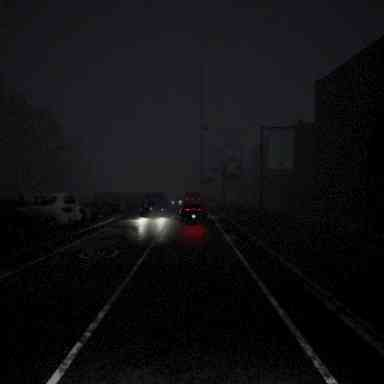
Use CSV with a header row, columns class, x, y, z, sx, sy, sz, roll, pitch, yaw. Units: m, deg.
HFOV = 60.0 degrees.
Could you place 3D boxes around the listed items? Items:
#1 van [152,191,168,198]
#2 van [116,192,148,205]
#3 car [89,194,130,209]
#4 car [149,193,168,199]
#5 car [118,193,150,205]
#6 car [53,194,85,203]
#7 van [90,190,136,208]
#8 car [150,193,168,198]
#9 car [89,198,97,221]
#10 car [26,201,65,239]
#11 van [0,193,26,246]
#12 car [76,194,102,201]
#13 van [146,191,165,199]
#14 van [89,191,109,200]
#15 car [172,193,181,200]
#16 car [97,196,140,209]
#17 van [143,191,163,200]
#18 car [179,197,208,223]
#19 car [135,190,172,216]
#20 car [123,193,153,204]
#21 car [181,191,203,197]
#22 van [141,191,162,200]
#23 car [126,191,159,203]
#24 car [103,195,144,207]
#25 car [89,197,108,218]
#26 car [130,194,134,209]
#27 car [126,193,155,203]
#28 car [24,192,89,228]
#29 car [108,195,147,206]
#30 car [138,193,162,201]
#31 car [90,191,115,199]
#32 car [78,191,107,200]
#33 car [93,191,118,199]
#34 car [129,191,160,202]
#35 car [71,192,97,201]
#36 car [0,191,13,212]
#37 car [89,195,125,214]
class,x,y,z,sx,sy,sz,roll,pitch,yaw
van,-9.021,0.691,93.662,4.442,1.987,1.878,0,1,0
van,-8.754,0.934,48.805,4.442,1.987,1.878,0,0,0
car,-9.044,1.232,31.986,5.366,1.575,1.946,0,0,0
car,-8.897,1.009,88.054,4.674,1.452,2.002,0,0,0
car,-8.904,1.021,51.608,4.553,1.767,2.185,0,0,0
car,-21.964,1.113,59.638,4.892,1.521,2.231,0,0,0
van,-8.746,0.984,37.592,4.442,1.987,1.878,0,0,0
car,-8.931,0.976,90.862,4.792,1.488,2.163,0,1,0
car,-8.846,1.304,20.781,4.892,1.521,2.231,0,0,0
car,-8.841,1.346,15.170,5.008,1.535,2.097,0,0,0
van,-8.961,1.142,12.365,4.442,1.987,1.878,0,0,0
car,-21.938,1.092,70.742,4.792,1.488,2.163,0,0,0
van,-9.012,0.782,82.442,4.442,1.987,1.878,0,0,0
van,-22.090,0.799,79.067,4.442,1.987,1.878,0,0,0
car,-3.205,1.066,71.439,1.812,1.442,4.674,0,0,0
car,-8.836,1.227,40.396,4.792,1.488,2.163,0,0,0
van,-9.008,0.807,76.837,4.442,1.987,1.878,0,0,0
car,0.115,1.318,23.925,1.837,1.490,4.892,0,0,0
car,-3.328,0.999,29.905,2.150,2.045,5.566,0,0,0
car,-8.844,1.009,54.412,4.553,1.767,2.185,0,0,0
car,0.125,0.945,40.961,2.150,2.045,5.566,0,0,0
van,-9.006,0.820,74.034,4.442,1.987,1.878,0,0,0
car,-8.851,0.858,60.018,5.566,2.045,2.435,0,0,0
car,-8.837,1.214,43.200,4.792,1.488,2.163,0,0,0
car,-8.823,1.313,23.579,4.792,1.488,2.163,0,0,0
car,-8.890,1.252,34.790,4.792,1.488,2.163,0,0,0
car,-8.846,0.996,57.215,4.553,1.767,2.185,0,0,0
car,-8.877,1.073,17.972,5.566,2.045,2.435,0,0,0
car,-8.864,1.172,46.003,5.008,1.535,2.097,0,0,0
car,-8.881,1.060,71.232,4.892,1.521,2.231,0,0,0
car,-22.003,0.761,81.843,5.566,2.045,2.435,0,0,0
car,-21.998,0.798,73.516,5.566,2.045,2.435,0,0,0
car,-21.949,0.743,84.619,5.566,2.045,2.435,0,0,0
car,-8.853,0.845,62.821,5.566,2.045,2.435,0,0,0
car,-21.996,0.949,67.964,4.553,1.767,2.185,0,0,0
car,-21.912,0.974,34.413,5.566,2.045,2.435,0,0,0
car,-8.851,1.249,29.186,5.008,1.535,2.097,0,0,0
